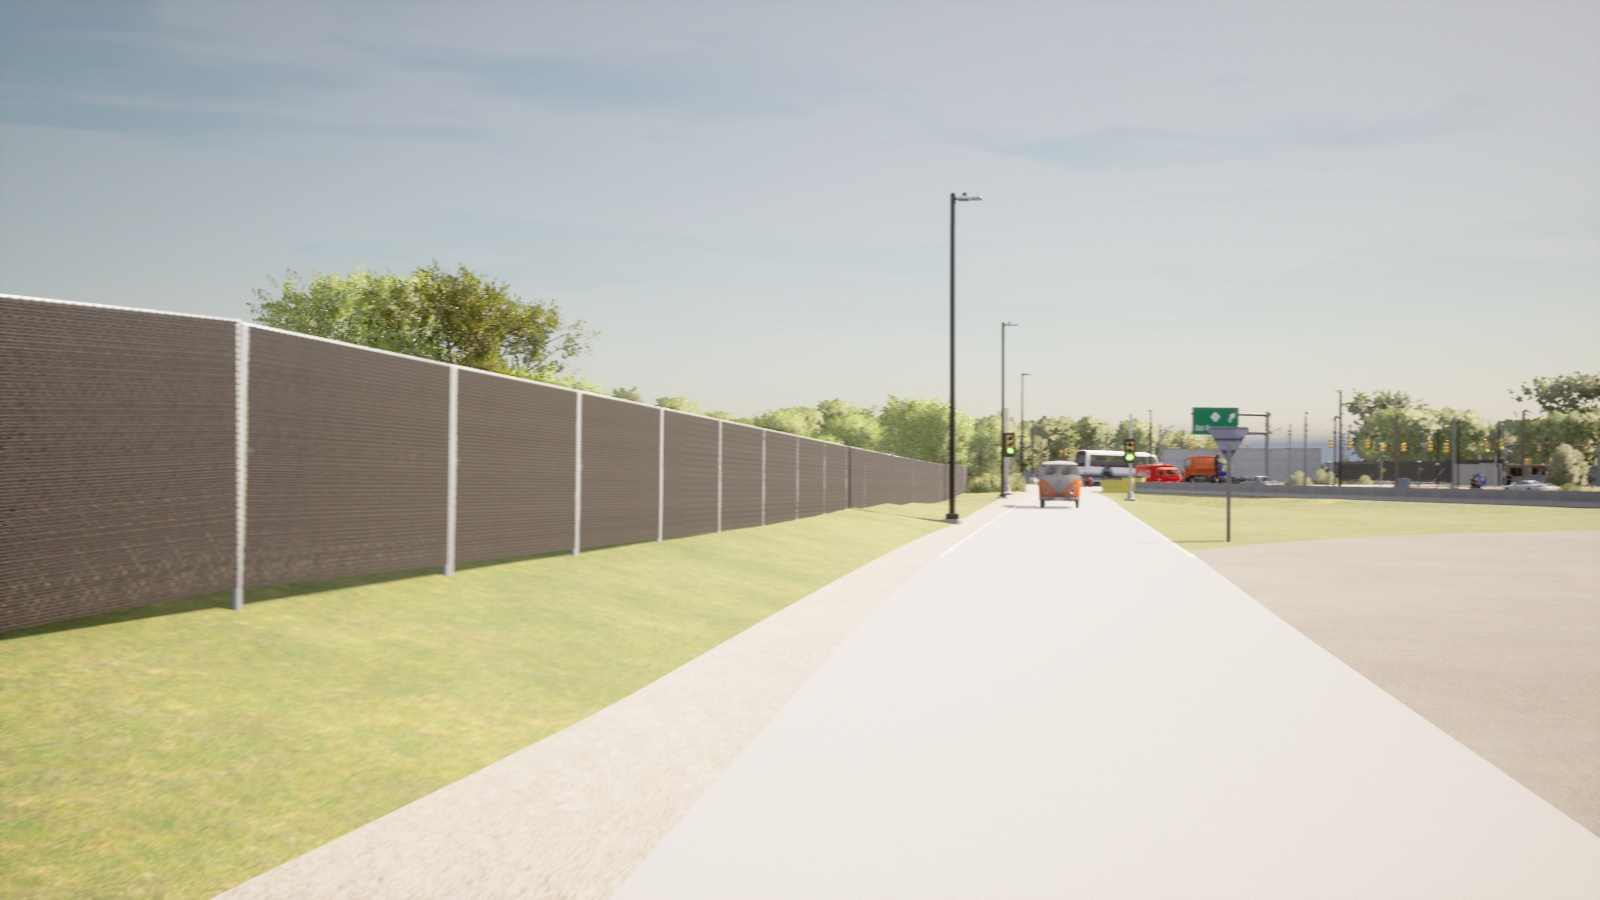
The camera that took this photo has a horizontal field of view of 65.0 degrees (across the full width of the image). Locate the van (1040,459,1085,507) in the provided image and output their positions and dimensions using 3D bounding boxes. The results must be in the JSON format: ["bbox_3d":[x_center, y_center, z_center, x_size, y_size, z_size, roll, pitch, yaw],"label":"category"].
[{"bbox_3d":[11.247,1.385,53.709,1.775,1.987,4.442,0,-1,13],"label":"van"}]
